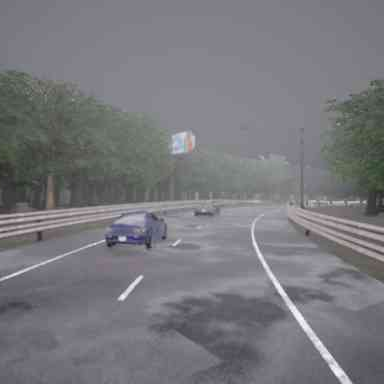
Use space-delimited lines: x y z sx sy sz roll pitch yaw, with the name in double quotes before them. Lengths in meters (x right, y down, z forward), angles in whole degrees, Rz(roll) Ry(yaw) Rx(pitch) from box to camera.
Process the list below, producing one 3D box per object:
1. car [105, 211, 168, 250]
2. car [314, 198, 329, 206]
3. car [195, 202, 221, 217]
"car" -2.300 1.575 14.610 1.812 1.442 4.674 0 0 7
"car" 29.843 2.261 76.641 2.097 1.767 4.553 0 -1 40
"car" 1.664 1.727 33.601 1.994 1.385 4.181 0 0 16
